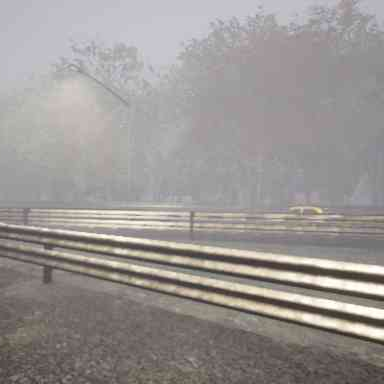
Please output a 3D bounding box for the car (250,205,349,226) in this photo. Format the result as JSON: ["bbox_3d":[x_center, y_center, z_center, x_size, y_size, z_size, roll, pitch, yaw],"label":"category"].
[{"bbox_3d":[6.088,1.515,19.207,5.366,1.575,1.801,0,0,19],"label":"car"}]
